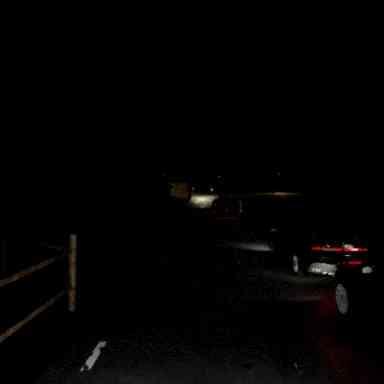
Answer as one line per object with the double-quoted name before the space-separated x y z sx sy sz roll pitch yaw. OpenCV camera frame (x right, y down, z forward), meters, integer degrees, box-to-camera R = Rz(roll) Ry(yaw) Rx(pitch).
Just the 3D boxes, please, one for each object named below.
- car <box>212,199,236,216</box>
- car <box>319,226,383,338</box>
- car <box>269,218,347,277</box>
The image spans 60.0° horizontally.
"car" 3.407 1.608 34.390 1.882 1.535 5.008 1 0 2
"car" 3.620 1.534 4.451 1.882 1.535 5.008 1 0 1
"car" 3.734 1.580 10.451 1.837 1.490 4.892 1 0 1
